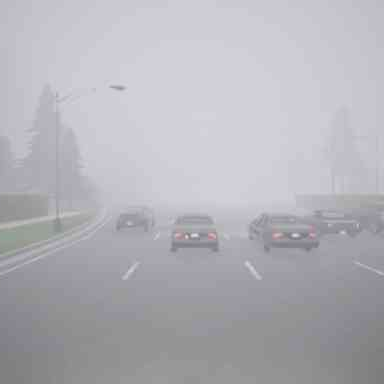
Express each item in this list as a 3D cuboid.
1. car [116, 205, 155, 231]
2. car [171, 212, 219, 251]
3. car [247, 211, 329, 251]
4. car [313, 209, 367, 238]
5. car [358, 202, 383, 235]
[{"bbox_3d":[-3.401,1.535,20.419,1.812,1.442,4.674,0,0,0],"label":"car"},{"bbox_3d":[0.097,1.554,14.056,2.033,1.411,5.357,0,0,0],"label":"car"},{"bbox_3d":[3.598,1.554,14.055,2.033,1.411,5.357,0,0,0],"label":"car"},{"bbox_3d":[7.098,1.609,17.846,1.895,1.301,4.718,0,0,0],"label":"car"},{"bbox_3d":[10.598,1.361,19.142,2.097,1.767,4.553,0,0,0],"label":"car"}]
